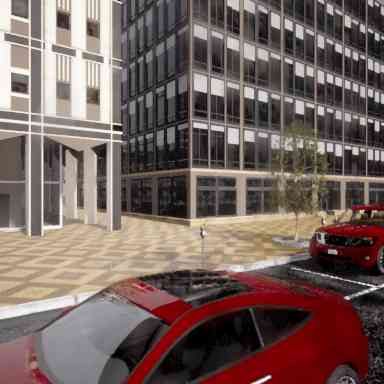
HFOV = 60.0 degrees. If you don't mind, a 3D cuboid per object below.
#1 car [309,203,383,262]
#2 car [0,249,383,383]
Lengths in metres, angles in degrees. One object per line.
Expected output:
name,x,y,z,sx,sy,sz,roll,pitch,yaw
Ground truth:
car,5.885,1.314,10.588,5.009,1.841,2.192,0,0,-36
car,-0.238,1.526,2.915,4.674,1.442,1.812,0,0,-36
